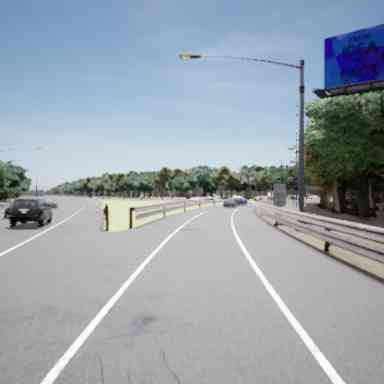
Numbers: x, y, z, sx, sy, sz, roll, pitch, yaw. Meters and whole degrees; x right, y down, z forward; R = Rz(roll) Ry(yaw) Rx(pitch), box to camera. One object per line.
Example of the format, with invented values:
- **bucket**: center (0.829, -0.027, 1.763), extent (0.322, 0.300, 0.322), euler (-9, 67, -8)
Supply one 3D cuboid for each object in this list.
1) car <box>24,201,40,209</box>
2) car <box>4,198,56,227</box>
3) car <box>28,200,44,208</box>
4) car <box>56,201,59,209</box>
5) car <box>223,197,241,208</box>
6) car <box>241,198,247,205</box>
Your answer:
- **car**: center (-28.820, 2.386, 60.112), extent (1.895, 1.301, 4.718), euler (0, 0, -17)
- **car**: center (-12.045, 1.487, 25.152), extent (2.150, 2.045, 5.566), euler (0, -1, -14)
- **car**: center (-30.388, 2.332, 64.746), extent (2.128, 1.511, 4.902), euler (0, -1, -17)
- **car**: center (-25.231, 2.267, 60.120), extent (1.812, 1.442, 4.674), euler (0, -1, -17)
- **car**: center (6.483, 1.860, 56.036), extent (2.033, 1.411, 5.357), euler (0, 0, 17)
- **car**: center (9.655, 1.822, 66.134), extent (1.882, 1.535, 5.008), euler (0, 0, 22)
